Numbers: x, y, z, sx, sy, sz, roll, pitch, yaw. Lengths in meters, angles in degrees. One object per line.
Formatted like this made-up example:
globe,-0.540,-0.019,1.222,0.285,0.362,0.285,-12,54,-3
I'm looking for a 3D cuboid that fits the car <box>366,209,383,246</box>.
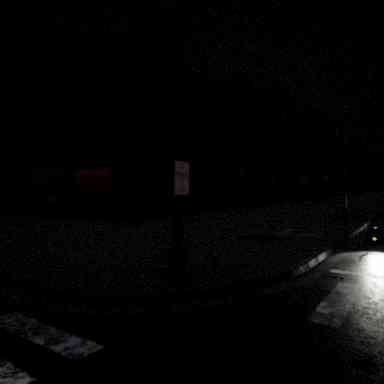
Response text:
car,7.587,1.148,11.911,1.994,1.385,4.181,1,2,35
